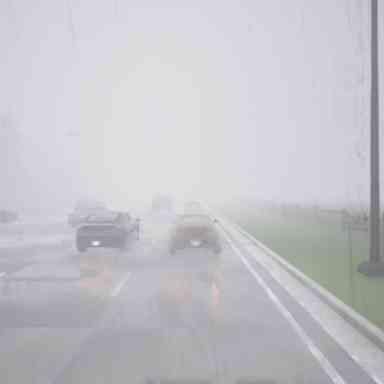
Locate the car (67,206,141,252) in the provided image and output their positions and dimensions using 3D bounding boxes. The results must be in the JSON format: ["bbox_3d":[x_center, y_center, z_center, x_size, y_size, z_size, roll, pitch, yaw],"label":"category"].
[{"bbox_3d":[-3.394,1.553,14.169,1.837,1.490,4.892,0,0,0],"label":"car"}]

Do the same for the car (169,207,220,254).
[{"bbox_3d":[0.108,1.570,13.615,1.812,1.442,4.674,0,0,0],"label":"car"}]

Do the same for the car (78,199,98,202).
[{"bbox_3d":[-10.387,1.463,33.884,2.097,1.767,4.553,0,0,0],"label":"car"}]

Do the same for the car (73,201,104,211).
[{"bbox_3d":[-6.890,1.624,23.050,2.033,1.411,5.357,0,0,0],"label":"car"}]

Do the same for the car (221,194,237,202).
[{"bbox_3d":[8.953,1.471,79.897,3.866,1.878,1.905,0,0,0],"label":"car"}]

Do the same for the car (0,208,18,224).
[{"bbox_3d":[-13.891,1.622,22.316,2.033,1.411,5.357,0,0,0],"label":"car"}]

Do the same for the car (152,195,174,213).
[{"bbox_3d":[-3.382,1.349,38.651,2.150,2.045,5.566,0,0,0],"label":"car"}]

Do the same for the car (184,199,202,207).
[{"bbox_3d":[0.115,1.572,35.725,1.801,1.575,5.366,0,0,0],"label":"car"}]
